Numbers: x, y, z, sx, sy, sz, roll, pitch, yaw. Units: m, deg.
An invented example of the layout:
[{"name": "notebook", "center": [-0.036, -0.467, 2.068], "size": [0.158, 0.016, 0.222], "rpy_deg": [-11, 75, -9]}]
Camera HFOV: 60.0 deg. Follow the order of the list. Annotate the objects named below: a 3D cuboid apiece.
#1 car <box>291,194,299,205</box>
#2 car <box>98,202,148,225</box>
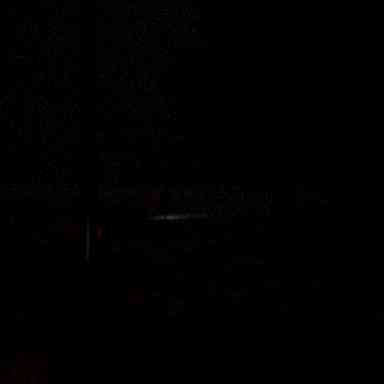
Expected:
[{"name": "car", "center": [17.870, 1.253, 60.646], "size": [2.150, 2.045, 5.566], "rpy_deg": [3, 1, 30]}, {"name": "car", "center": [-5.248, 1.460, 24.199], "size": [2.128, 1.511, 4.902], "rpy_deg": [3, 2, 35]}]
